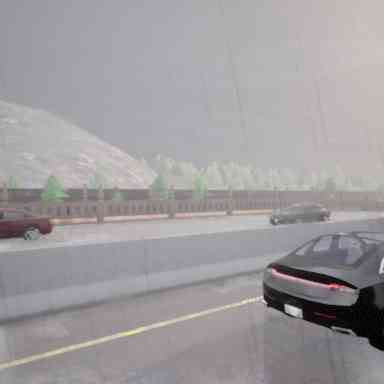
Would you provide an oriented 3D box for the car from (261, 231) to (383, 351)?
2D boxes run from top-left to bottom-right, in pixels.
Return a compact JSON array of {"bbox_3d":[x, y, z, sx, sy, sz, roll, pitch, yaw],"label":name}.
[{"bbox_3d":[3.430,1.491,6.179,4.902,1.511,2.128,0,0,-36],"label":"car"}]

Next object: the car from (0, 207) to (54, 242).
[{"bbox_3d":[-8.889,1.473,14.848,5.008,1.535,1.882,0,0,-35],"label":"car"}]

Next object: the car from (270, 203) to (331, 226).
[{"bbox_3d":[7.209,1.502,22.006,4.892,1.490,1.837,0,0,-35],"label":"car"}]
